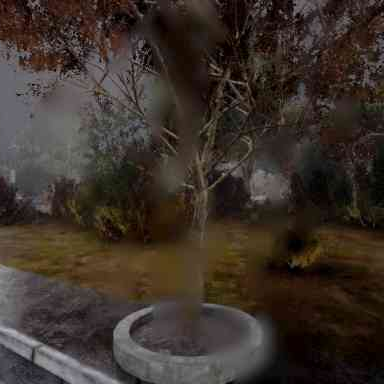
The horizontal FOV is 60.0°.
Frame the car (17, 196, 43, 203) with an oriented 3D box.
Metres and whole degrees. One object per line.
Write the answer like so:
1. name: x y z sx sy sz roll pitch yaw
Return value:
1. car: -22.061 1.217 44.900 2.033 1.411 5.357 1 0 32
